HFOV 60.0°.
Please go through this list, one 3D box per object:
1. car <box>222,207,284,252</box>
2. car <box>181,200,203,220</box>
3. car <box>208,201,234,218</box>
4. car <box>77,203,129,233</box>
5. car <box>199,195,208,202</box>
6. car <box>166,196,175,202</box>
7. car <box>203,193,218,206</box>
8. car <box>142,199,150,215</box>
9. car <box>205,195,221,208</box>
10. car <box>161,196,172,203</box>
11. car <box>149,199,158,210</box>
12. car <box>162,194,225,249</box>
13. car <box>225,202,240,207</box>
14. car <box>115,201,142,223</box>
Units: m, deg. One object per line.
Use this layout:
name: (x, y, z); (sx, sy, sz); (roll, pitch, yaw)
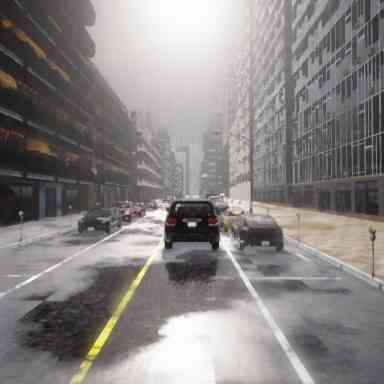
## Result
car: (2.575, 1.553, 13.815); (2.008, 1.369, 4.403); (1, 0, 0)
car: (0.000, 1.524, 29.653); (1.837, 1.490, 4.892); (0, 0, 0)
car: (2.575, 1.558, 30.772); (2.008, 1.369, 4.403); (1, 0, 0)
car: (-5.305, 1.569, 19.649); (1.947, 1.339, 4.313); (1, 0, 0)
car: (2.576, 1.469, 75.991); (1.967, 1.590, 4.097); (1, 0, 0)
car: (-5.279, 1.583, 81.760); (2.008, 1.369, 4.403); (1, 0, 0)
car: (2.981, 1.245, 55.387); (2.150, 2.045, 5.566); (0, 0, 0)
car: (-5.305, 1.589, 30.942); (1.802, 1.307, 4.206); (1, 0, 0)
car: (2.988, 1.366, 48.326); (2.097, 1.767, 4.553); (0, 0, 0)
car: (-5.314, 1.591, 70.467); (1.947, 1.339, 4.313); (1, 0, 0)
car: (-5.305, 1.593, 42.234); (1.802, 1.307, 4.206); (1, 0, 0)
car: (0.000, 1.261, 14.682); (2.150, 2.045, 5.566); (0, 0, 0)
car: (2.576, 1.529, 19.638); (1.752, 1.417, 4.829); (1, 0, 0)
car: (-5.303, 1.445, 25.295); (1.967, 1.590, 4.097); (1, 0, 0)
